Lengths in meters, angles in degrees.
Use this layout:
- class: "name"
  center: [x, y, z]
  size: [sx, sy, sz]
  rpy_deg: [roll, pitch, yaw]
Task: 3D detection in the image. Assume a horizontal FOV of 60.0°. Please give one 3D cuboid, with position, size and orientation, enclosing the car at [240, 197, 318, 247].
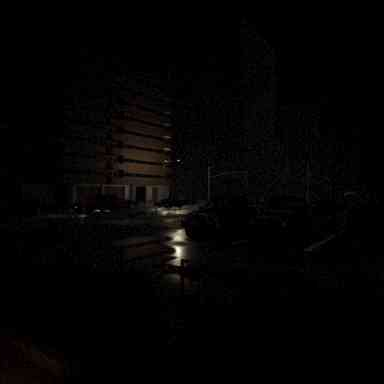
- class: "car"
  center: [3.874, 1.156, 14.361]
  size: [1.905, 1.878, 3.866]
  rpy_deg: [0, 0, 34]

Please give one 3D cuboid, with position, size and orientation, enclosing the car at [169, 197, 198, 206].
- class: "car"
  center: [-1.378, 1.548, 55.816]
  size: [2.033, 1.411, 5.357]
  rpy_deg: [0, 0, 34]

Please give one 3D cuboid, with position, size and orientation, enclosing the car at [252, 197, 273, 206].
- class: "car"
  center: [12.051, 1.526, 56.779]
  size: [1.812, 1.442, 4.674]
  rpy_deg: [0, 0, 34]

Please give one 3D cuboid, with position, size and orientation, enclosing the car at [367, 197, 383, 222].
- class: "car"
  center: [15.898, 1.395, 27.316]
  size: [1.970, 1.475, 3.806]
  rpy_deg: [0, 0, 34]

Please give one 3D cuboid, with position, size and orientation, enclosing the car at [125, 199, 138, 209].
- class: "car"
  center: [-9.495, 1.547, 43.862]
  size: [2.033, 1.411, 5.357]
  rpy_deg: [0, 0, 34]

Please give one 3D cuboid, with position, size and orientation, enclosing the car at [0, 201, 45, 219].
- class: "car"
  center: [-15.447, 1.564, 28.718]
  size: [1.994, 1.385, 4.181]
  rpy_deg: [0, 0, 34]

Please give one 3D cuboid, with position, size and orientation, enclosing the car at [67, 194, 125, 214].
- class: "car"
  center: [-10.343, 1.222, 36.319]
  size: [2.150, 2.045, 5.566]
  rpy_deg: [0, 0, 34]

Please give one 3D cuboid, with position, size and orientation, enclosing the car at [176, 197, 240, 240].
- class: "car"
  center: [1.507, 1.153, 16.027]
  size: [1.932, 1.855, 4.605]
  rpy_deg: [0, 0, 34]

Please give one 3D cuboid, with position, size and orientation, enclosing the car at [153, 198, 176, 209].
- class: "car"
  center: [-3.199, 1.546, 46.936]
  size: [2.033, 1.411, 5.357]
  rpy_deg: [0, 0, 34]

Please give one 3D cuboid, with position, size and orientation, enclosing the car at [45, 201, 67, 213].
- class: "car"
  center: [-15.364, 1.601, 35.121]
  size: [1.895, 1.301, 4.718]
  rpy_deg: [0, 0, 34]
